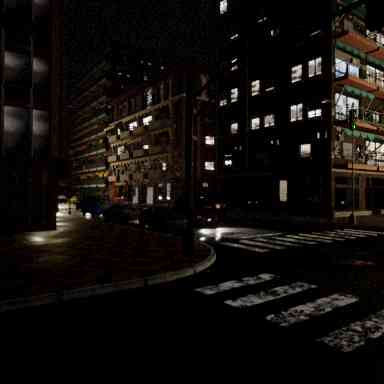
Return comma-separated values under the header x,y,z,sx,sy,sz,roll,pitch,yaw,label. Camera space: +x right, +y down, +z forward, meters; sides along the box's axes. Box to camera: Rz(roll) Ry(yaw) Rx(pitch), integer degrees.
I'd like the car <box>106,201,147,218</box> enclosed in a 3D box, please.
x,y,z,sx,sy,sz,roll,pitch,yaw,label
-5.999,1.538,30.120,1.895,1.301,4.718,0,0,-36,car

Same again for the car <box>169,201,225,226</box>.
x,y,z,sx,sy,sz,roll,pitch,yaw,label
-0.100,1.518,21.903,1.994,1.385,4.181,0,0,-36,car

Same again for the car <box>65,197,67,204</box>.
x,y,z,sx,sy,sz,roll,pitch,yaw,label
-21.491,1.447,61.605,1.752,1.417,4.829,0,0,-36,car

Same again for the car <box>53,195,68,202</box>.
x,y,z,sx,sy,sz,roll,pitch,yaw,label
-28.001,1.360,70.665,1.967,1.590,4.097,0,0,-36,car

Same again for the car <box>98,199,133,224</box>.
x,y,z,sx,sy,sz,roll,pitch,yaw,label
-4.963,1.459,24.242,1.752,1.417,4.829,0,0,-36,car

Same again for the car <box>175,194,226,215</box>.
x,y,z,sx,sy,sz,roll,pitch,yaw,label
0.364,1.184,26.751,2.150,2.045,5.566,0,0,-36,car

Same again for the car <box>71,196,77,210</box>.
x,y,z,sx,sy,sz,roll,pitch,yaw,label
-12.068,1.428,38.587,1.837,1.490,4.892,0,0,-35,car

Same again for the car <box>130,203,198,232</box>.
x,y,z,sx,sy,sz,roll,pitch,yaw,label
-1.759,1.526,19.781,1.802,1.307,4.206,0,0,-36,car

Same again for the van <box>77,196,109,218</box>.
x,y,z,sx,sy,sz,roll,pitch,yaw,label
-8.367,1.265,28.981,1.690,1.788,3.998,0,0,-36,van

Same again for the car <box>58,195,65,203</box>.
x,y,z,sx,sy,sz,roll,pitch,yaw,label
-24.448,1.456,61.261,2.033,1.411,5.357,0,0,-35,car

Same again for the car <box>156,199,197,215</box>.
x,y,z,sx,sy,sz,roll,pitch,yaw,label
-1.662,1.488,34.008,1.752,1.417,4.829,0,0,-36,car
